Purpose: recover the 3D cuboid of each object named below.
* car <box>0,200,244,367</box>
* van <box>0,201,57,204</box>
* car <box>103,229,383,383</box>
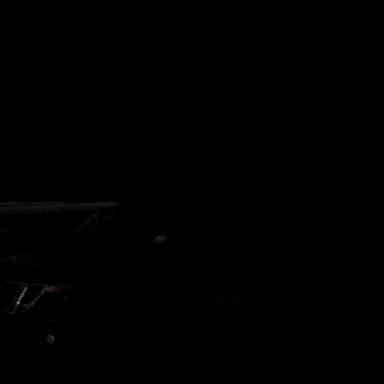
[{"bbox_3d":[-0.898,1.230,6.372,2.435,2.045,5.566,-1,0,36],"label":"car"},{"bbox_3d":[-3.063,1.279,8.107,1.878,1.987,4.442,-1,0,36],"label":"van"},{"bbox_3d":[1.469,1.455,4.702,2.097,1.535,5.008,-1,0,36],"label":"car"}]
